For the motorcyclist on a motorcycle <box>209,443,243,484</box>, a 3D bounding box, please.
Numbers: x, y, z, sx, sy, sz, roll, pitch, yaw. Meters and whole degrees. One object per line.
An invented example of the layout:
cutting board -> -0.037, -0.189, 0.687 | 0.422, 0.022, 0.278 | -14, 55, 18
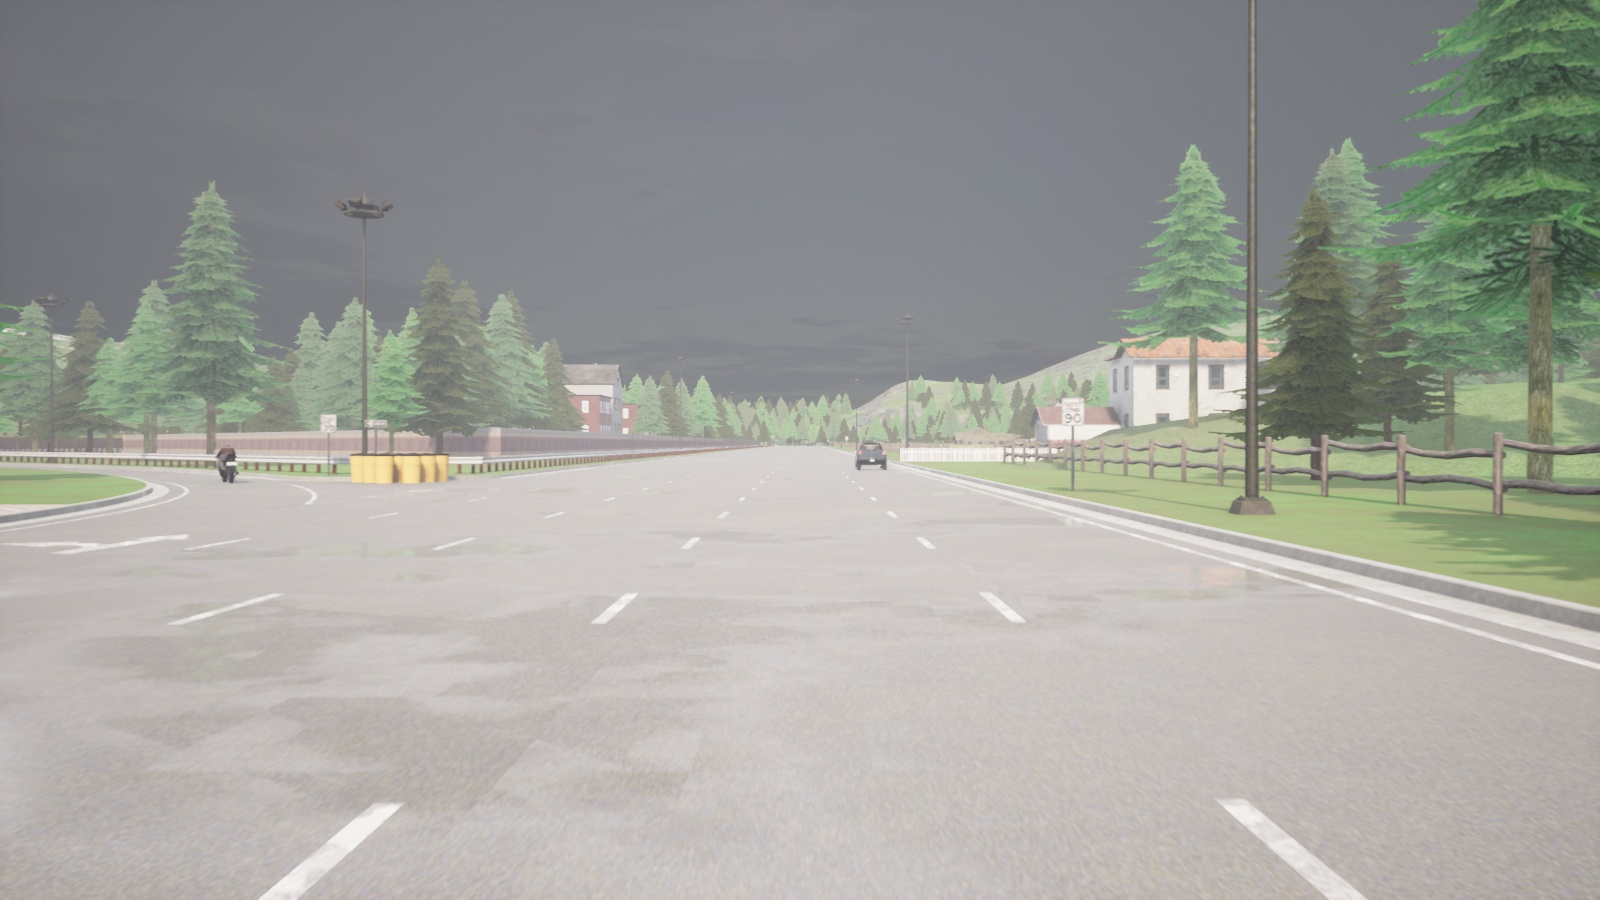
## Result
motorcyclist on a motorcycle -> -21.784, 0.495, 47.653 | 0.866, 1.530, 2.191 | 0, 0, -33

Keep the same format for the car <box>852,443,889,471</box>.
car -> 3.921, 0.367, 70.214 | 1.845, 1.501, 3.633 | 0, 0, 0
